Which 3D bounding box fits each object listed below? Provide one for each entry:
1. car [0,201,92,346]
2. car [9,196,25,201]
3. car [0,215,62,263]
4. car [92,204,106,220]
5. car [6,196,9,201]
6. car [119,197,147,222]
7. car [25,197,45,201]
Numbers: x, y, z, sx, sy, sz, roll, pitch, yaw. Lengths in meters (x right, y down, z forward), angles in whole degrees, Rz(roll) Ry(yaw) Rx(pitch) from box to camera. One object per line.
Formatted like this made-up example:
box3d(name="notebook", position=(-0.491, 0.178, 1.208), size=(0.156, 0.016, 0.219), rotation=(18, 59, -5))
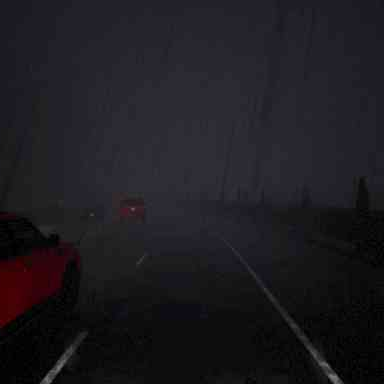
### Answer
box3d(name="car", position=(-3.427, 1.268, 4.810), size=(2.150, 2.045, 5.566), rotation=(0, 0, 0))
box3d(name="car", position=(-32.518, 1.788, 60.647), size=(2.150, 2.045, 5.566), rotation=(0, -1, -33))
box3d(name="car", position=(-7.028, 1.724, 13.346), size=(1.895, 1.301, 4.718), rotation=(0, -1, -2))
box3d(name="car", position=(-9.148, 1.810, 31.110), size=(1.812, 1.442, 4.674), rotation=(0, -1, -12))
box3d(name="car", position=(-14.963, 1.428, 22.640), size=(2.150, 2.045, 5.566), rotation=(0, 0, -8))
box3d(name="car", position=(-5.201, 1.490, 29.327), size=(2.150, 2.045, 5.566), rotation=(0, -1, -10))
box3d(name="car", position=(-29.705, 1.900, 62.722), size=(2.097, 1.767, 4.553), rotation=(0, -1, -34))
